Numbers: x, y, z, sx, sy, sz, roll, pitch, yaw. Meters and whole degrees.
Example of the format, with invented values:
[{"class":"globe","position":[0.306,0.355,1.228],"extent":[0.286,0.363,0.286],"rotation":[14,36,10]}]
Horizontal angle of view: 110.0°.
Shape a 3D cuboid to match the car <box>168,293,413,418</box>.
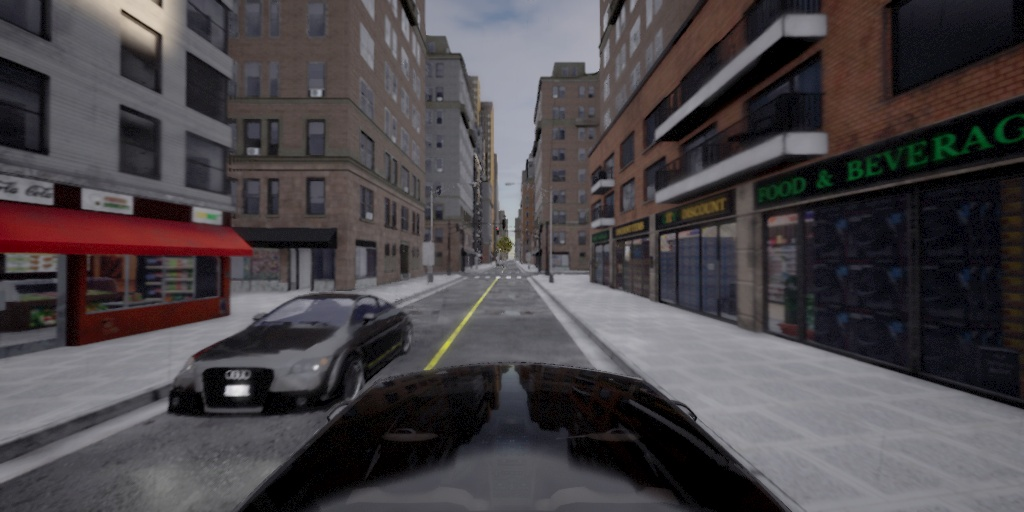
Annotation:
[{"class":"car","position":[-3.100,1.347,6.038],"extent":[1.994,1.385,4.181],"rotation":[0,0,0]}]
